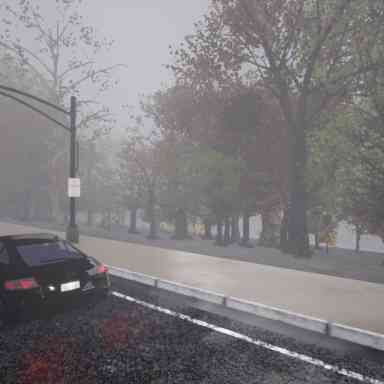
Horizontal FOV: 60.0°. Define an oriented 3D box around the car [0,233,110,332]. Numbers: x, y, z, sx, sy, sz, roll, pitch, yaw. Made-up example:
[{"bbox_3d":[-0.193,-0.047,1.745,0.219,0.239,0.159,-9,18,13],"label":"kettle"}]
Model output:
[{"bbox_3d":[-3.560,1.562,6.964,4.181,1.385,1.994,0,0,42],"label":"car"}]
